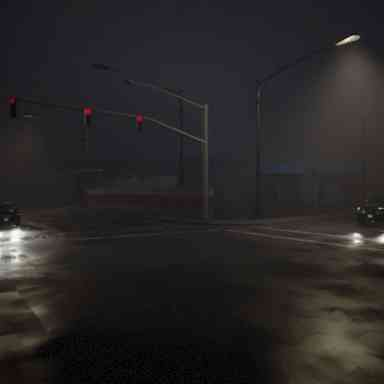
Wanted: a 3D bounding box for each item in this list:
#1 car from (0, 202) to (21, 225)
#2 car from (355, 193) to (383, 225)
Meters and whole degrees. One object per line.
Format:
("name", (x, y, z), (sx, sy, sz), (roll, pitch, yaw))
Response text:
("car", (-12.957, 1.443, 22.481), (2.128, 1.511, 4.902), (0, 0, -38))
("car", (12.938, 1.100, 21.716), (5.566, 2.045, 2.150), (0, 0, -37))
